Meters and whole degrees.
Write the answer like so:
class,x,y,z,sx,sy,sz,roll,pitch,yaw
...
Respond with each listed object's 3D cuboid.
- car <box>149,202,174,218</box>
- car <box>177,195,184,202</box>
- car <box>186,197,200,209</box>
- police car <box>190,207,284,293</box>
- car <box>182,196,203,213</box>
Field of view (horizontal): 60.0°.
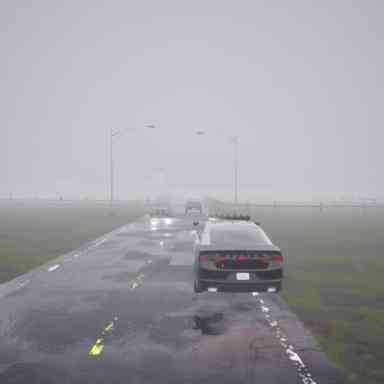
class,x,y,z,sx,sy,sz,roll,pitch,yaw
car,-2.650,1.561,29.883,1.994,1.385,4.181,0,0,0
car,-2.486,1.477,78.640,1.837,1.490,4.892,0,0,0
car,0.186,1.517,47.397,1.812,1.442,4.674,0,0,1
police car,0.992,1.426,9.009,1.930,1.638,5.238,0,0,0
car,0.197,1.499,37.228,1.837,1.490,4.892,0,0,0
